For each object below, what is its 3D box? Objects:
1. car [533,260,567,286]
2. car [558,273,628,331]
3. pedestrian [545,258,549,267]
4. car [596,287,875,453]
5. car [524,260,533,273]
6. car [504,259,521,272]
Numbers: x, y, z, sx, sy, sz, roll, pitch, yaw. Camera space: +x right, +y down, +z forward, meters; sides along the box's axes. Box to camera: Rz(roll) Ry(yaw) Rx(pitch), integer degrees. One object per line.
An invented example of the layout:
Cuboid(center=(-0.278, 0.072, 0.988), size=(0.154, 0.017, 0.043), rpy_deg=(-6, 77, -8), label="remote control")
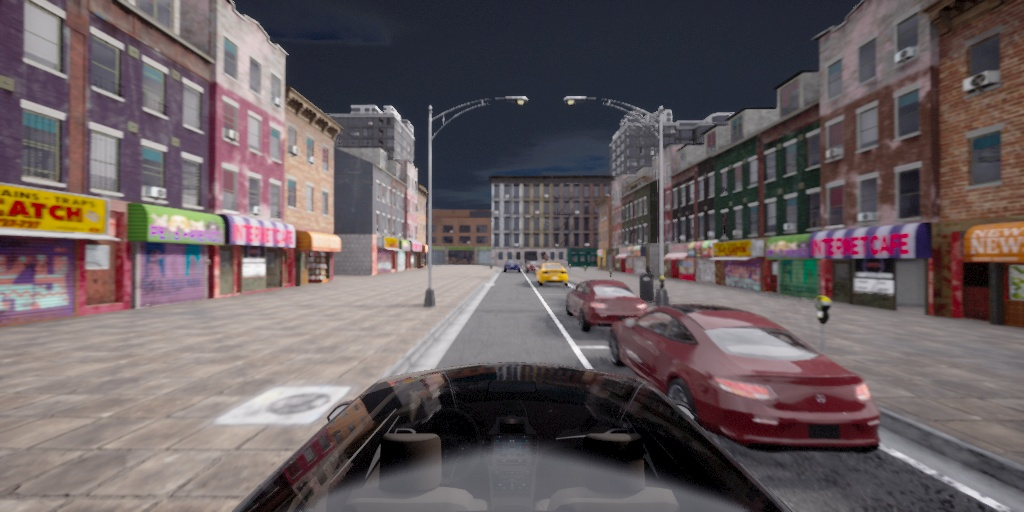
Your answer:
Cuboid(center=(2.740, 1.238, 25.449), size=(1.882, 1.535, 5.008), rpy_deg=(0, 0, 0), label="car")
Cuboid(center=(2.635, 1.333, 10.611), size=(1.802, 1.307, 4.207), rpy_deg=(0, 0, 0), label="car")
Cuboid(center=(2.739, 1.056, 28.461), size=(0.375, 1.860, 0.375), rpy_deg=(0, -1, 0), label="pedestrian")
Cuboid(center=(2.638, 1.333, 5.108), size=(1.802, 1.307, 4.207), rpy_deg=(0, 0, 0), label="car")
Cuboid(center=(2.621, 1.218, 43.632), size=(1.967, 1.591, 4.097), rpy_deg=(0, 0, 0), label="car")
Cuboid(center=(0.046, 1.134, 46.678), size=(2.097, 1.767, 4.553), rpy_deg=(0, 0, 0), label="car")
